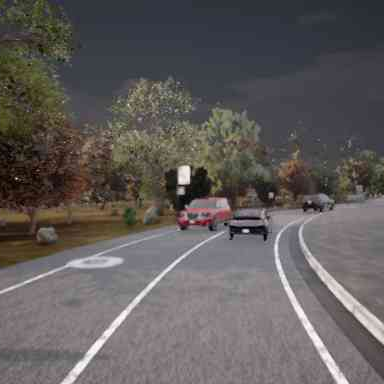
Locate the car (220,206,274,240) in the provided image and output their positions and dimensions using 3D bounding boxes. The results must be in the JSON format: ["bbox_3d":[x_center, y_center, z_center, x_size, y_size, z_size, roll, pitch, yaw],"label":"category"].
[{"bbox_3d":[3.155,1.545,17.312,2.128,1.511,4.902,-1,-1,17],"label":"car"}]

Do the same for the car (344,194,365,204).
[{"bbox_3d":[26.680,1.164,54.529,4.892,1.490,1.837,-3,-2,-40],"label":"car"}]

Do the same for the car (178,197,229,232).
[{"bbox_3d":[0.969,1.378,21.767,2.150,2.045,5.566,-2,-1,21],"label":"car"}]

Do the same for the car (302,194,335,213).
[{"bbox_3d":[14.411,1.227,37.938,2.150,2.045,5.566,-5,-2,40],"label":"car"}]
